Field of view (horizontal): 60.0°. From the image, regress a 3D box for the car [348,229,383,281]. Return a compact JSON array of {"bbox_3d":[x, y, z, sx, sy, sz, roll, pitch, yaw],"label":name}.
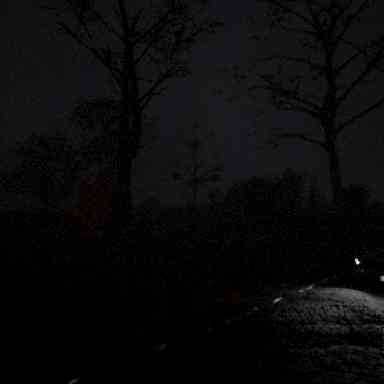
[{"bbox_3d":[6.246,1.522,9.167,5.357,1.411,2.033,-1,-1,-43],"label":"car"}]
